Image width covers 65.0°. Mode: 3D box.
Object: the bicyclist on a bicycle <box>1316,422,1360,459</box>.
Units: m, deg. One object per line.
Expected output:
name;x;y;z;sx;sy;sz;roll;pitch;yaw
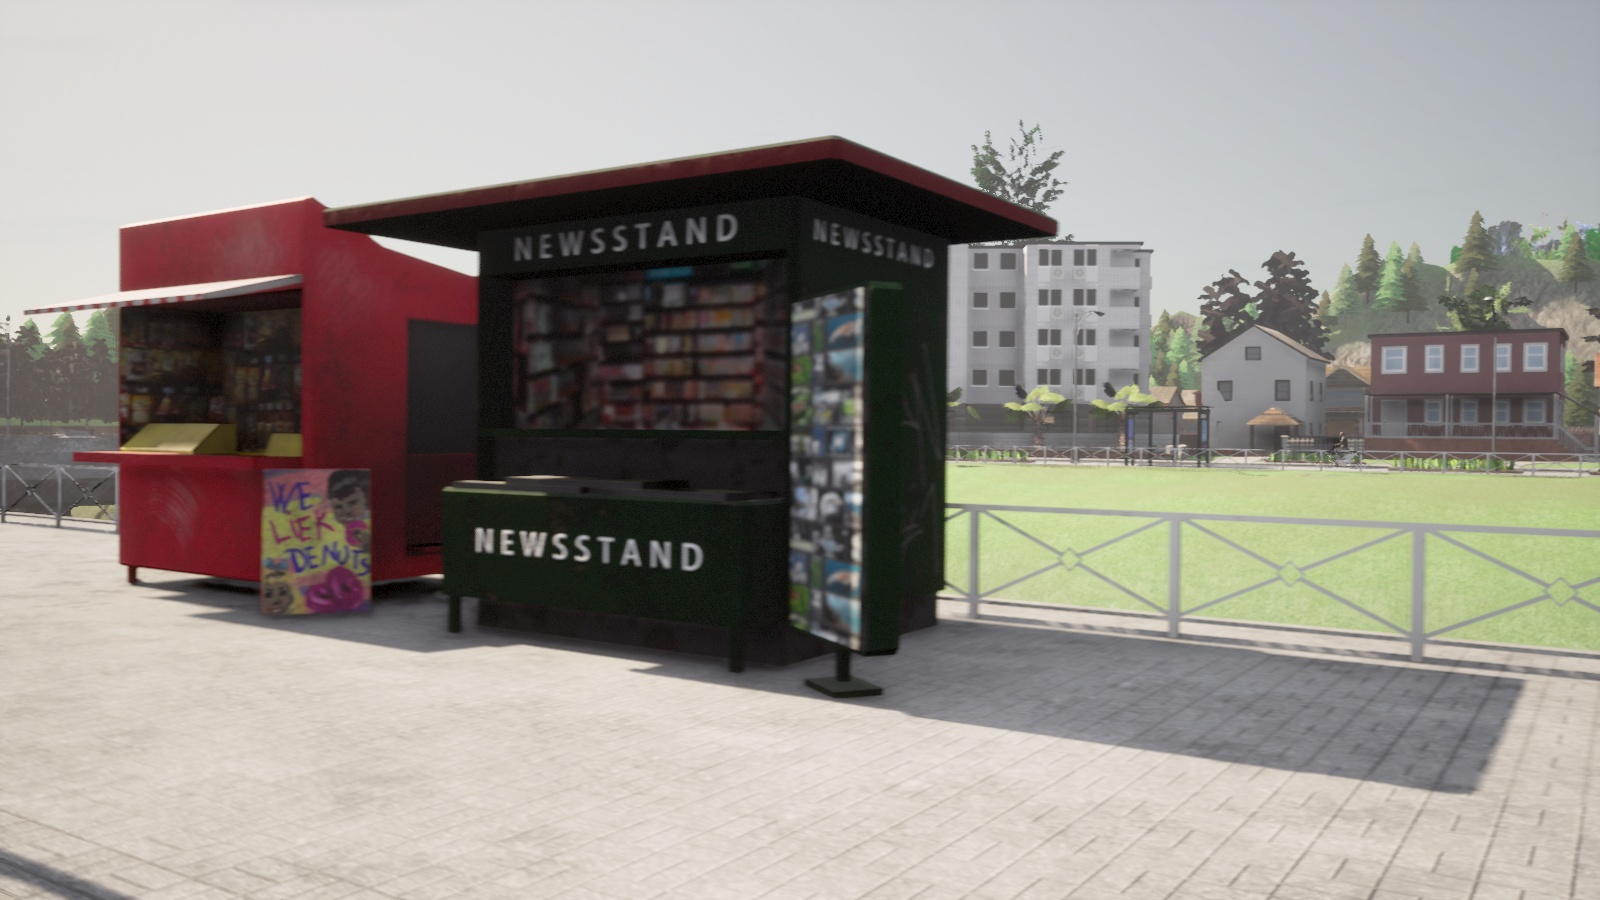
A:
bicyclist on a bicycle;26.105;-0.466;60.949;1.843;1.776;0.659;0;1;34
